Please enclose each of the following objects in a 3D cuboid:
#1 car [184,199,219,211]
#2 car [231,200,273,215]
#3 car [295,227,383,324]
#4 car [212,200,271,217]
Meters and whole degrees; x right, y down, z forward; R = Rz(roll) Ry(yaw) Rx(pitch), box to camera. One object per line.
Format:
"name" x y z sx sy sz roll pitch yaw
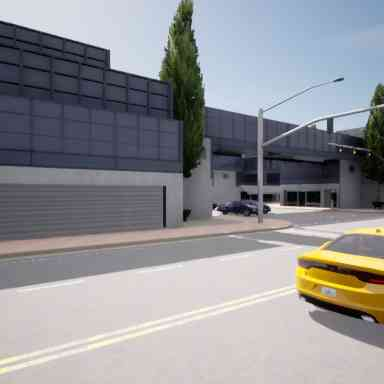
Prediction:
"car" 1.162 1.601 42.622 1.895 1.301 4.718 0 0 -37
"car" 6.397 1.564 35.640 1.994 1.385 4.181 0 0 -37
"car" 4.252 1.478 6.880 5.008 1.535 1.882 0 0 -36
"car" 4.675 1.547 32.105 2.033 1.411 5.357 0 0 -37
